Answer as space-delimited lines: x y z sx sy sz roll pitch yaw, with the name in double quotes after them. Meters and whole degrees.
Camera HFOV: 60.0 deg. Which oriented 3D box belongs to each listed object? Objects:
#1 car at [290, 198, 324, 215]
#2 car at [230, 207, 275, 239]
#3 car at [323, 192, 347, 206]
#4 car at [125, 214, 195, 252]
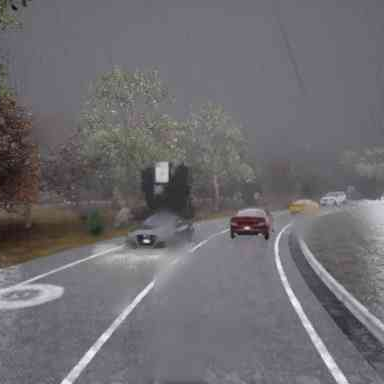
11.656 1.513 34.261 1.882 1.535 5.008 -4 -2 35 "car"
3.323 1.532 17.843 1.882 1.535 5.008 -2 -1 18 "car"
21.437 1.073 50.425 5.566 2.045 2.150 -4 -1 -44 "car"
-1.227 1.655 14.329 1.994 1.385 4.181 -1 -1 14 "car"
